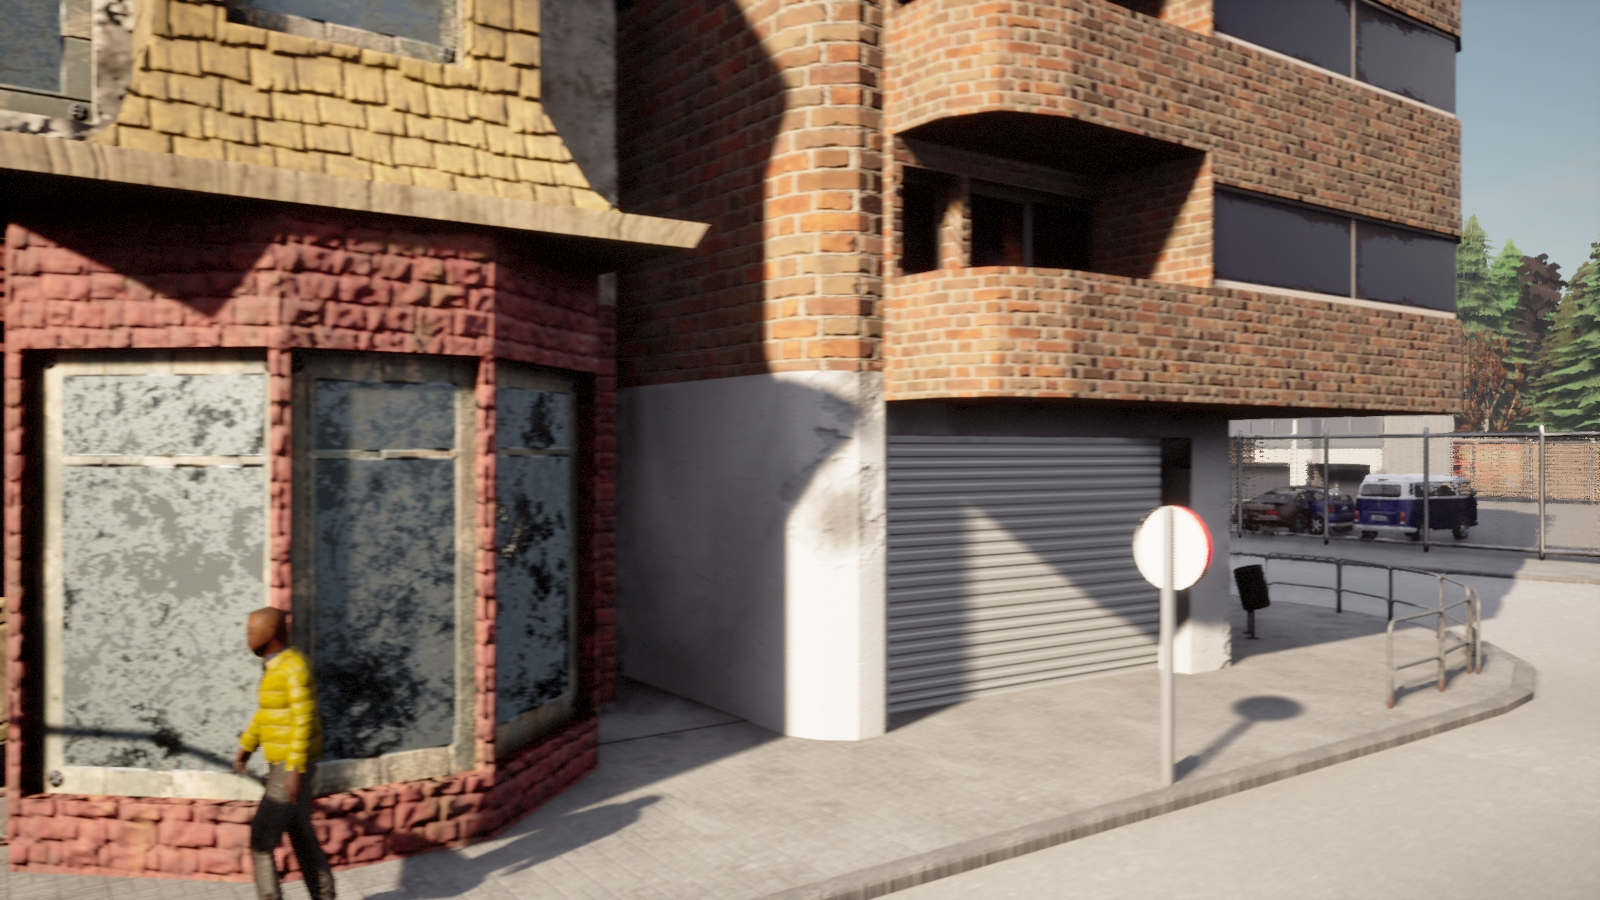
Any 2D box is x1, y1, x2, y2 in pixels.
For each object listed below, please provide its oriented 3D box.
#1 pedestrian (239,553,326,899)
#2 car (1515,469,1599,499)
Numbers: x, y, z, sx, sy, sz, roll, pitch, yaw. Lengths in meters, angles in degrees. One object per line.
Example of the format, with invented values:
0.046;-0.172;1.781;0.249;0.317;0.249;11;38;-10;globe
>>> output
-2.855;1.523;6.297;0.375;1.860;0.375;0;0;-35;pedestrian
42.030;1.845;62.208;2.163;1.488;4.792;0;0;-35;car
